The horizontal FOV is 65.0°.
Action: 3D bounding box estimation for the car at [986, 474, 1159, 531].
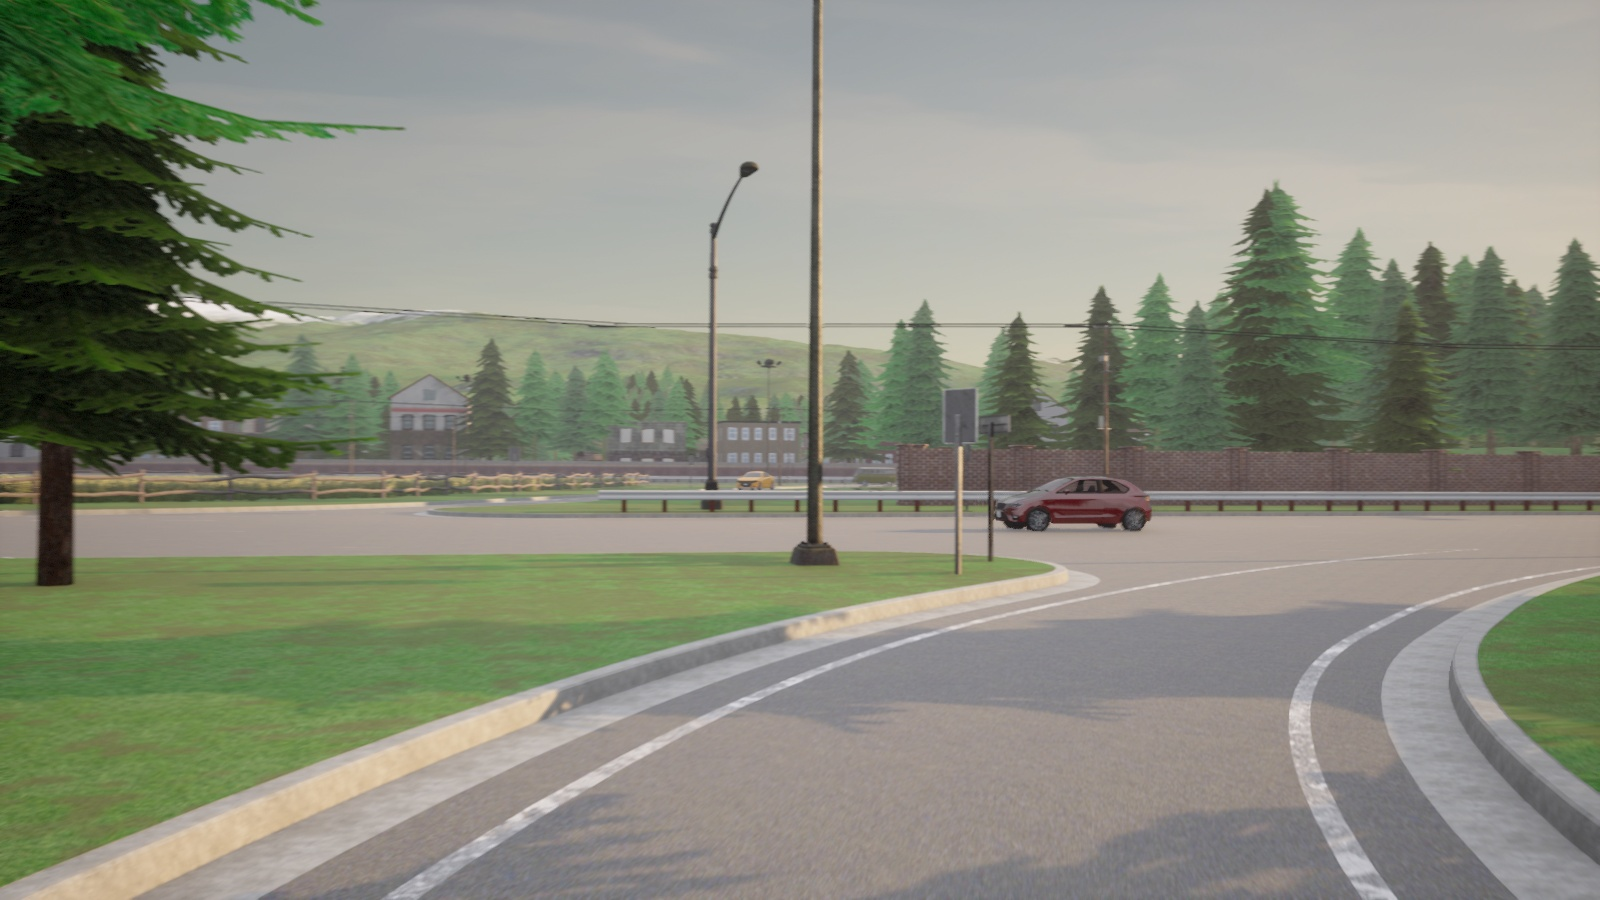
[{"bbox_3d":[7.316,1.380,33.871,4.193,1.474,1.816,0,-1,-13],"label":"car"}]
